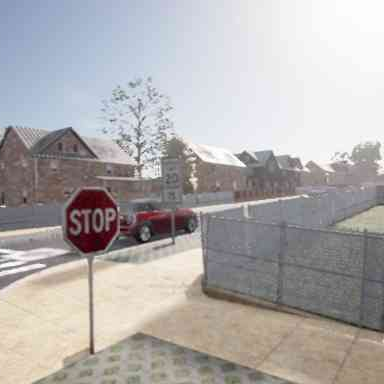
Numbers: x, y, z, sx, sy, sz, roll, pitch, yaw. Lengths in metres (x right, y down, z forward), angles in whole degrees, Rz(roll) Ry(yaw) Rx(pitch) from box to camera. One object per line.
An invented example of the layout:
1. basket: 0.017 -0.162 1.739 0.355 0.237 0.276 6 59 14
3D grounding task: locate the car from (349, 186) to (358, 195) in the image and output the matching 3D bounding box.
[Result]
1. car: 22.656 -0.204 47.871 2.033 1.411 5.357 -2 1 36

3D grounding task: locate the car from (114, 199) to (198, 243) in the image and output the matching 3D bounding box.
1. car: -1.702 1.063 14.749 2.097 1.767 4.553 -2 1 36

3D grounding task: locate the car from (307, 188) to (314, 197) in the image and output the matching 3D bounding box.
1. car: 16.989 0.099 44.802 1.994 1.385 4.181 -2 1 36

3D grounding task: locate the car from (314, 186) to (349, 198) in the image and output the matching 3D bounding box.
1. car: 16.694 0.144 39.671 2.033 1.411 5.357 -2 1 37
